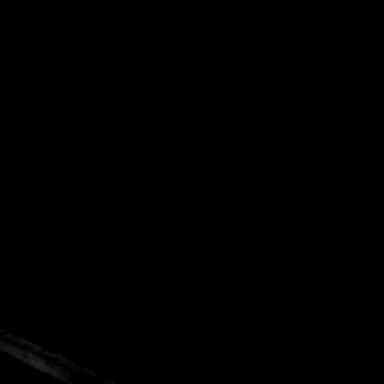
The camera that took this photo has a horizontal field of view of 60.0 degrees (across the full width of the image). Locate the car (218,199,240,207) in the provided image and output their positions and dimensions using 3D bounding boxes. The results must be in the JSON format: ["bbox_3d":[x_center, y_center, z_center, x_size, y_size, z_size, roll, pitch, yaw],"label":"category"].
[{"bbox_3d":[9.413,2.815,88.931,2.435,2.045,5.566,4,0,45],"label":"car"}]

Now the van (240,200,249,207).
[{"bbox_3d":[13.254,3.088,92.799,1.878,1.987,4.442,4,1,45],"label":"van"}]
